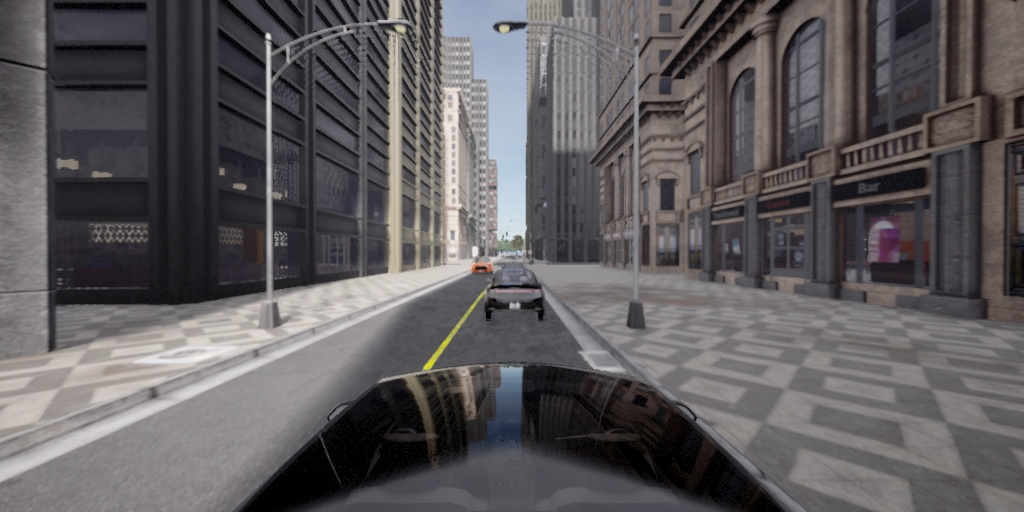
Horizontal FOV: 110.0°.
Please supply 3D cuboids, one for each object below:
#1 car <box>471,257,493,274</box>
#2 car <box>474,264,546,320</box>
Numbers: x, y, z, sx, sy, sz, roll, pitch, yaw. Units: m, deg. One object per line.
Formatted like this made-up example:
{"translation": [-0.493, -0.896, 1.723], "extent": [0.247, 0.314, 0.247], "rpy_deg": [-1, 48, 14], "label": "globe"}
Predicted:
{"translation": [-3.086, 0.914, 37.733], "extent": [2.097, 1.767, 4.553], "rpy_deg": [0, 0, 0], "label": "car"}
{"translation": [0.086, 1.187, 12.422], "extent": [2.128, 1.511, 4.902], "rpy_deg": [0, 0, 0], "label": "car"}
